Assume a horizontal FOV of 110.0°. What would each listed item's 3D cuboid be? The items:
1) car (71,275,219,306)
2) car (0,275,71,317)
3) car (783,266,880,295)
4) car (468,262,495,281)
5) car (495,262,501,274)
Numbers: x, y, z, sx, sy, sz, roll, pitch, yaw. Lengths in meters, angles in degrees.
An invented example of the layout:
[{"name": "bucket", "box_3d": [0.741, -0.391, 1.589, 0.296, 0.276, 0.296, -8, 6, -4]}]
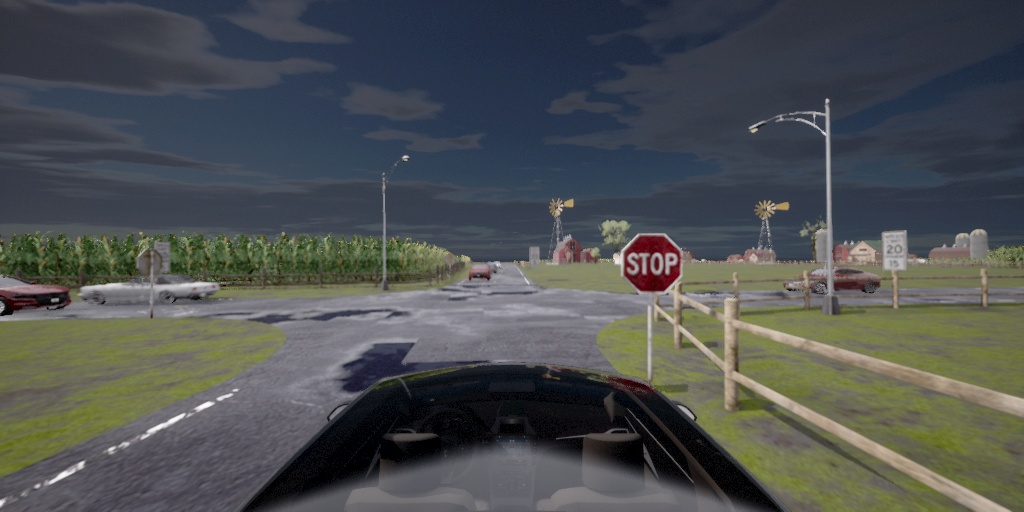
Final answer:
[{"name": "car", "box_3d": [-16.835, 1.562, 16.771, 4.718, 1.301, 1.895, 0, -1, -5]}, {"name": "car", "box_3d": [-19.902, 1.426, 13.457, 5.008, 1.535, 1.882, 0, -1, -5]}, {"name": "car", "box_3d": [17.429, 1.297, 19.606, 4.674, 1.442, 1.812, 0, -1, -5]}, {"name": "car", "box_3d": [-2.911, 1.460, 33.484, 1.882, 1.535, 5.008, 0, 0, 0]}, {"name": "car", "box_3d": [-2.931, 1.591, 47.519, 2.128, 1.511, 4.902, 0, 0, 0]}]
